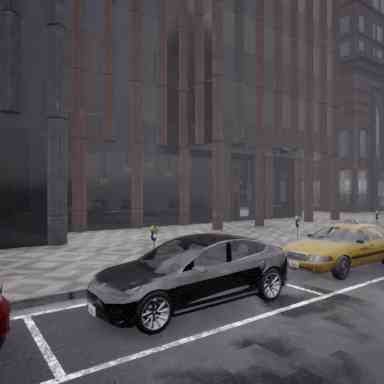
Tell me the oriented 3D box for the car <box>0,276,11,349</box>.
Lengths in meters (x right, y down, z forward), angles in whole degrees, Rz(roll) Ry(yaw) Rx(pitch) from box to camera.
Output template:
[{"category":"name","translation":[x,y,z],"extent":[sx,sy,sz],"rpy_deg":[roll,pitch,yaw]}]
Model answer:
[{"category":"car","translation":[-4.459,1.545,3.463],"extent":[4.507,1.381,1.887],"rpy_deg":[0,0,-36]}]

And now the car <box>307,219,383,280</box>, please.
[{"category":"car","translation":[4.565,1.526,9.931],"extent":[4.829,1.417,1.752],"rpy_deg":[0,0,-36]}]

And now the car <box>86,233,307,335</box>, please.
[{"category":"car","translation":[0.122,1.566,6.747],"extent":[4.313,1.339,1.947],"rpy_deg":[0,0,-36]}]
